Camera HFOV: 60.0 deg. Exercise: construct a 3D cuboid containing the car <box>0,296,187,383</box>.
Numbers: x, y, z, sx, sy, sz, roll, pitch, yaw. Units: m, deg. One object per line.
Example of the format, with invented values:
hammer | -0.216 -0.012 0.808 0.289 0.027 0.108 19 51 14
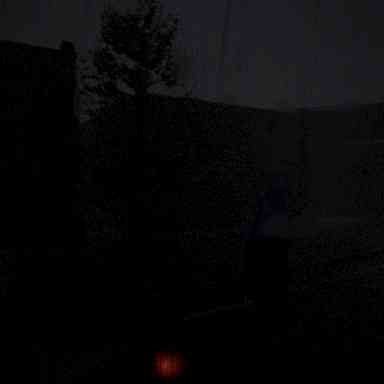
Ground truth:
car | -2.624 1.546 2.123 5.357 1.411 2.033 0 0 -35
